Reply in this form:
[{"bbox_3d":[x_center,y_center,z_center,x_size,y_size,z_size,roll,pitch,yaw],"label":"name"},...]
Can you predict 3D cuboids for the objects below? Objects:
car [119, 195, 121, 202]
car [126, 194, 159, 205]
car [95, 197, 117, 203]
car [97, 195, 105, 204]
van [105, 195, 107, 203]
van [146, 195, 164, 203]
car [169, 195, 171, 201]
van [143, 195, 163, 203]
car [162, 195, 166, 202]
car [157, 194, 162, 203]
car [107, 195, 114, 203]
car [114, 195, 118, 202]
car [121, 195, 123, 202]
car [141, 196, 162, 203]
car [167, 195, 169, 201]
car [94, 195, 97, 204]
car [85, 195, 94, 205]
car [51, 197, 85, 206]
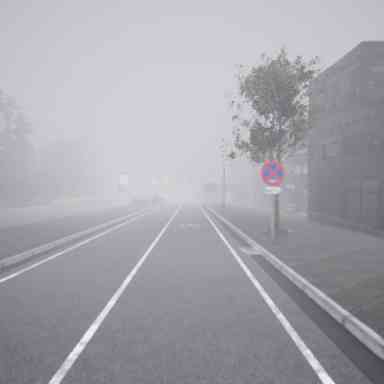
[{"bbox_3d":[-22.355,2.064,89.462,4.792,1.488,2.163,0,-1,0],"label":"car"},{"bbox_3d":[-9.146,1.684,61.653,4.892,1.521,2.231,0,0,0],"label":"car"},{"bbox_3d":[-22.361,1.999,86.677,5.008,1.535,2.097,0,-1,0],"label":"car"},{"bbox_3d":[-22.254,1.698,72.756,4.553,1.767,2.185,0,-1,0],"label":"car"},{"bbox_3d":[-22.416,1.630,75.537,4.442,1.987,1.878,0,-1,0],"label":"van"},{"bbox_3d":[-9.387,1.701,84.076,4.442,1.987,1.878,0,-1,0],"label":"van"},{"bbox_3d":[-9.335,1.747,89.683,5.566,2.045,2.435,0,-1,0],"label":"car"},{"bbox_3d":[-9.121,1.629,78.471,4.442,1.987,1.878,0,-1,0],"label":"van"},{"bbox_3d":[-9.234,1.536,72.866,5.566,2.045,2.435,0,-1,0],"label":"car"},{"bbox_3d":[-9.194,1.452,64.456,5.566,2.045,2.435,0,-1,0],"label":"car"},{"bbox_3d":[-22.329,1.968,81.106,4.674,1.452,2.002,0,-1,0],"label":"car"},{"bbox_3d":[-22.163,1.960,83.892,5.366,1.575,1.946,0,-1,0],"label":"car"},{"bbox_3d":[-22.431,2.100,92.246,4.792,1.488,2.163,0,-1,0],"label":"car"},{"bbox_3d":[-9.189,1.693,75.665,4.553,1.767,2.185,0,-1,0],"label":"car"},{"bbox_3d":[-9.282,1.962,86.877,5.008,1.535,2.097,0,-1,0],"label":"car"},{"bbox_3d":[-22.259,1.805,67.186,4.674,1.452,2.002,0,-1,0],"label":"car"},{"bbox_3d":[-22.249,1.740,64.400,5.008,1.535,2.097,0,0,0],"label":"car"},{"bbox_3d":[-22.214,1.702,58.832,5.008,1.535,2.097,0,0,0],"label":"car"}]
